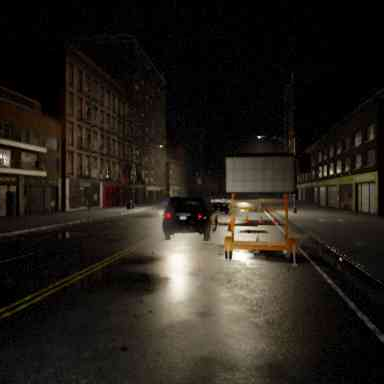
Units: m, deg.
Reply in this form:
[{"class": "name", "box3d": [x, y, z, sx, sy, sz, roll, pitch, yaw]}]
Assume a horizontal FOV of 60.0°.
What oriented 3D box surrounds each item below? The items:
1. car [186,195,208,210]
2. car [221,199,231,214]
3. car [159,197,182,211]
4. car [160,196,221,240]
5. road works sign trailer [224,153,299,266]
[{"class": "car", "box3d": [0.681, 1.332, 42.292, 2.097, 1.767, 4.553, 0, 0, 9]}, {"class": "car", "box3d": [2.983, 1.474, 34.996, 2.128, 1.511, 4.902, 0, 0, 9]}, {"class": "car", "box3d": [-2.623, 1.457, 42.230, 1.882, 1.535, 5.008, 0, 0, 9]}, {"class": "car", "box3d": [0.058, 1.213, 17.124, 2.150, 2.045, 5.566, 0, 0, 9]}, {"class": "road works sign trailer", "box3d": [2.345, 0.459, 11.596, 2.380, 3.560, 2.880, 0, 0, 9]}]
